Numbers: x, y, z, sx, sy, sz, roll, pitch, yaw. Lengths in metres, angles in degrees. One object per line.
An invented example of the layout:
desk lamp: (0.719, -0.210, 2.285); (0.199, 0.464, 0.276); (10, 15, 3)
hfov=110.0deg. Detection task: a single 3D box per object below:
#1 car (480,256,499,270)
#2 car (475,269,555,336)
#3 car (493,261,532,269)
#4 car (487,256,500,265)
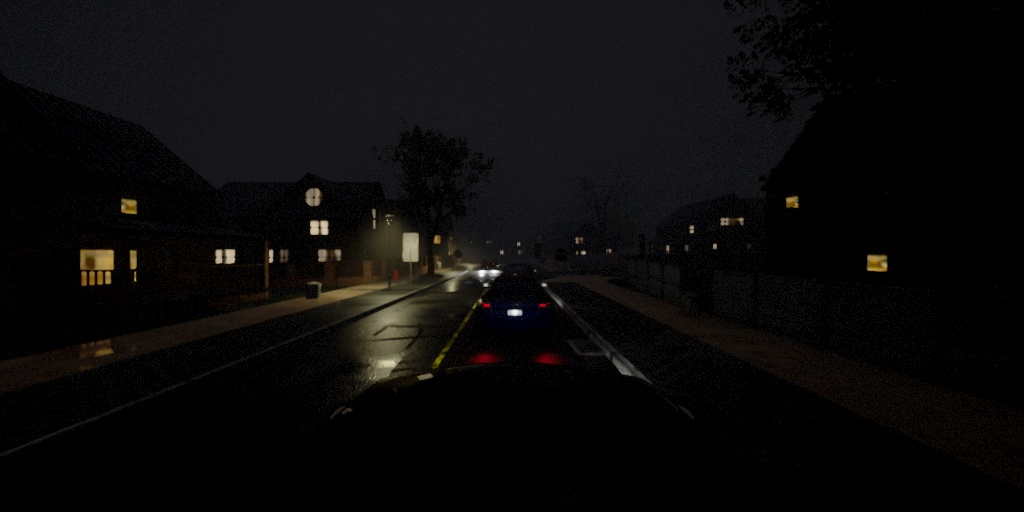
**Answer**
car: (-2.888, 0.988, 44.291); (1.895, 1.301, 4.718); (0, 1, 0)
car: (0.087, 1.247, 10.185); (1.994, 1.385, 4.181); (0, 0, 1)
car: (0.412, 1.137, 21.343); (2.033, 1.411, 5.357); (0, 0, 5)
car: (-3.351, 0.778, 65.315); (2.033, 1.411, 5.357); (0, 0, -7)
